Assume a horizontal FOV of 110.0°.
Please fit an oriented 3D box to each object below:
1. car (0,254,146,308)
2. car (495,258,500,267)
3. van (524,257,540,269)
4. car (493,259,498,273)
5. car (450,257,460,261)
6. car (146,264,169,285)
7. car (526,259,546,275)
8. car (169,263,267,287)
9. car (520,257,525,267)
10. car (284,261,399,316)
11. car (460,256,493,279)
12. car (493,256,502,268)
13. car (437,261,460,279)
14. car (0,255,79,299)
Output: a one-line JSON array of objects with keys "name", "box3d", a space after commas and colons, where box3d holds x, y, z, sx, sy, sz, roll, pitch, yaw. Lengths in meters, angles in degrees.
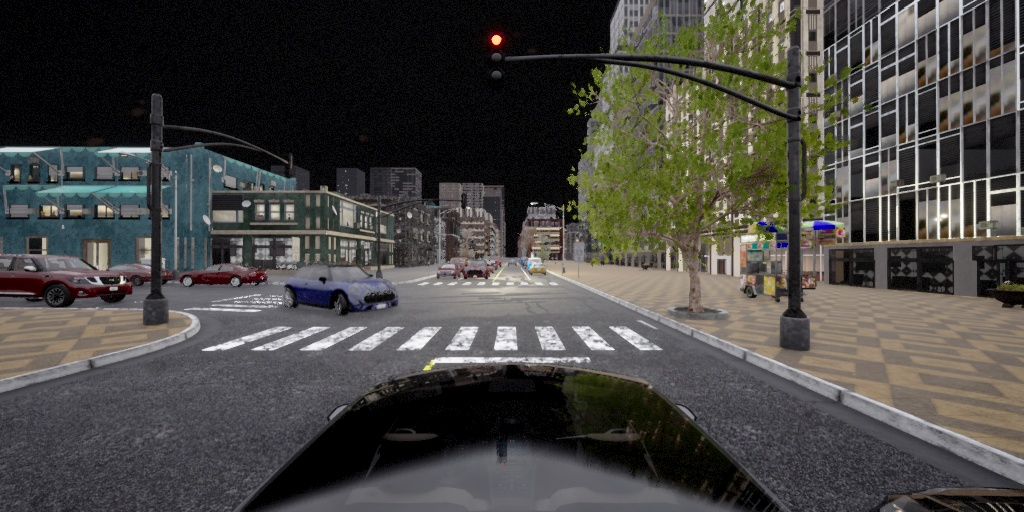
[{"name": "car", "box3d": [-17.151, 0.850, 13.122, 5.009, 1.841, 2.192, 0, 0, -1]}, {"name": "car", "box3d": [-3.062, 1.282, 52.197, 1.812, 1.442, 4.674, 0, 0, 0]}, {"name": "van", "box3d": [2.715, 1.096, 43.604, 1.690, 1.789, 3.998, 0, 0, 0]}, {"name": "car", "box3d": [-3.077, 1.319, 42.115, 1.994, 1.385, 4.181, 0, 0, 0]}, {"name": "car", "box3d": [-5.669, 1.069, 38.055, 2.192, 1.841, 5.009, 0, 0, 0]}, {"name": "car", "box3d": [-22.809, 1.090, 21.427, 4.207, 1.307, 1.802, 0, 0, -1]}, {"name": "car", "box3d": [2.711, 1.279, 38.223, 1.751, 1.417, 4.829, 0, 0, 0]}, {"name": "car", "box3d": [-17.265, 1.122, 21.502, 4.507, 1.381, 1.888, 0, 0, -1]}, {"name": "car", "box3d": [2.720, 1.307, 54.706, 2.007, 1.370, 4.403, 0, 0, 0]}, {"name": "car", "box3d": [-6.355, 1.093, 13.340, 4.553, 1.767, 2.097, 1, 0, 30]}, {"name": "car", "box3d": [-3.082, 1.105, 32.201, 2.097, 1.767, 4.553, 0, 0, 0]}, {"name": "car", "box3d": [-3.005, 0.982, 64.129, 2.150, 2.045, 5.566, 0, 0, 0]}, {"name": "car", "box3d": [-5.672, 1.335, 32.504, 1.802, 1.307, 4.207, 0, 0, 0]}, {"name": "car", "box3d": [-22.468, 0.835, 15.645, 4.553, 1.767, 2.097, 1, 0, -1]}]
